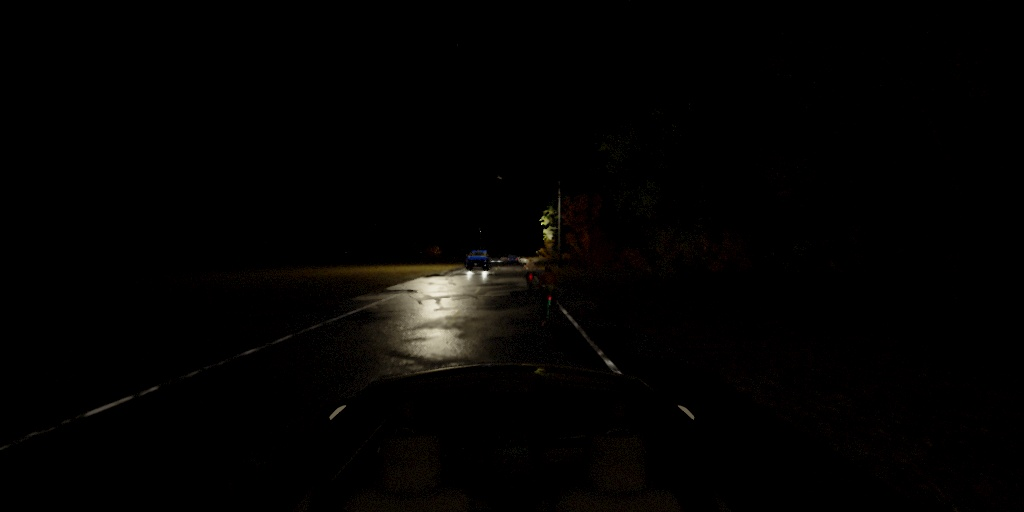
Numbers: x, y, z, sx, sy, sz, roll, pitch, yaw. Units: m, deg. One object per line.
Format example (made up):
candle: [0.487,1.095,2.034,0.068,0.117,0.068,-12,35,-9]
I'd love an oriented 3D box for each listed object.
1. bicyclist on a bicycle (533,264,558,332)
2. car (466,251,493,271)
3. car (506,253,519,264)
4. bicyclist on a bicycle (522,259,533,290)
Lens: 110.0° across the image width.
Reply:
bicyclist on a bicycle: [0.963,1.092,9.430,0.582,1.620,1.656,0,1,0]
car: [-3.589,0.446,38.335,2.150,2.045,5.566,0,1,0]
car: [0.094,0.501,57.161,2.033,1.411,5.357,0,1,0]
bicyclist on a bicycle: [0.972,0.938,19.003,0.866,1.612,1.509,0,1,0]
